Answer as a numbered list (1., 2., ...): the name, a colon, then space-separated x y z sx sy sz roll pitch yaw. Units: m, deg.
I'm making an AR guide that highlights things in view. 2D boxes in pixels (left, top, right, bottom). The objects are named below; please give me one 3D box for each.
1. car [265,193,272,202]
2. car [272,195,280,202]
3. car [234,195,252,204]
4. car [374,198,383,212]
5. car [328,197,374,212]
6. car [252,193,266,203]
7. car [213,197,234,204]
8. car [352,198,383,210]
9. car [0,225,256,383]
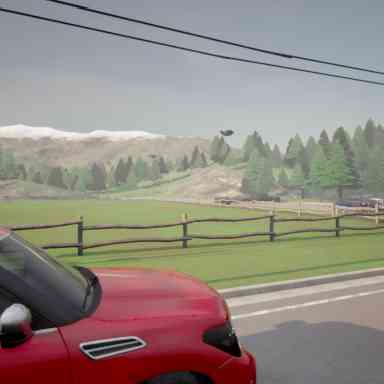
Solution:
1. car: 14.235 1.225 72.018 2.150 2.045 5.566 0 0 -24
2. car: 17.446 1.500 73.412 1.837 1.490 4.892 0 0 -24
3. car: 9.158 1.547 66.308 2.033 1.411 5.357 0 0 -23
4. car: 21.044 1.547 39.626 2.033 1.411 5.357 0 0 -24
5. car: 17.854 1.352 38.185 2.097 1.767 4.553 0 0 -24
6. car: 12.270 1.492 67.815 2.128 1.511 4.902 0 0 -24
7. car: 5.808 1.564 65.246 1.994 1.385 4.181 0 0 -23
8. car: 23.378 1.525 42.998 1.812 1.442 4.674 0 0 -24
9. car: -2.211 1.222 2.591 5.566 2.045 2.150 0 0 -24
